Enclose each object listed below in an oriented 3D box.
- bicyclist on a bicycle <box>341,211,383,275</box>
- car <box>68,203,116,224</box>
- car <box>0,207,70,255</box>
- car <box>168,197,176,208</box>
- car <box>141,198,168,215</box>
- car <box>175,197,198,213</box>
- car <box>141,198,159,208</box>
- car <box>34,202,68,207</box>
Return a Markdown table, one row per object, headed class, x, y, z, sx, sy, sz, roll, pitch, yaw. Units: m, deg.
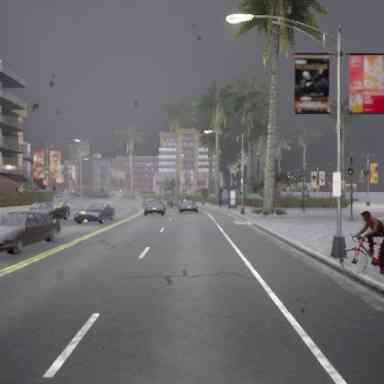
| class | x | y | z | sx | sy | sz | roll | pitch | yaw |
| --- | --- | --- | --- | --- | --- | --- | --- | --- | --- |
| bicyclist on a bicycle | 4.628 | 1.304 | 8.509 | 1.656 | 1.620 | 0.582 | -1 | 0 | 0 |
| car | -7.096 | 1.533 | 24.831 | 2.033 | 1.411 | 5.357 | 0 | 0 | 0 |
| car | -7.102 | 1.540 | 13.522 | 2.033 | 1.411 | 5.357 | 0 | 0 | 0 |
| car | -2.490 | 1.463 | 48.258 | 2.128 | 1.511 | 4.902 | 0 | 0 | -15 |
| car | -3.726 | 1.544 | 33.694 | 1.994 | 1.385 | 4.181 | 0 | 0 | -4 |
| car | -0.479 | 1.542 | 36.715 | 1.994 | 1.385 | 4.181 | 0 | 0 | -5 |
| car | -6.139 | 1.536 | 48.197 | 1.994 | 1.385 | 4.181 | 0 | 0 | -14 |
| car | -10.634 | 1.477 | 24.695 | 2.128 | 1.511 | 4.902 | 0 | 0 | 0 |
